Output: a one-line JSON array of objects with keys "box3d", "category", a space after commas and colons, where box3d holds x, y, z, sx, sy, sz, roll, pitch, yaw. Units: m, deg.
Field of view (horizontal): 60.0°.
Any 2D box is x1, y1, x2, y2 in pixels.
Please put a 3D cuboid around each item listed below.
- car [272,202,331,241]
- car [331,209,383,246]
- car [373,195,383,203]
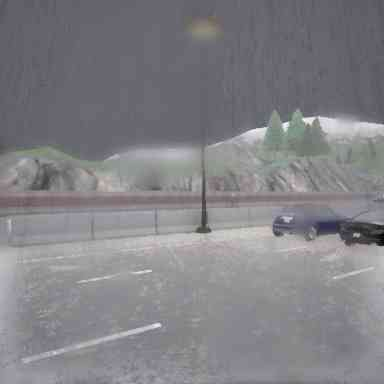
[{"box3d": [6.212, 1.367, 16.898, 4.553, 1.767, 2.097, 0, 0, -35], "category": "car"}, {"box3d": [8.269, 1.486, 14.066, 5.008, 1.535, 1.882, 0, 0, -35], "category": "car"}, {"box3d": [38.326, 1.466, 67.560, 4.892, 1.490, 1.837, 0, 0, -43], "category": "car"}]
